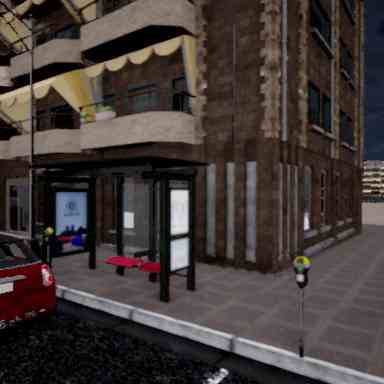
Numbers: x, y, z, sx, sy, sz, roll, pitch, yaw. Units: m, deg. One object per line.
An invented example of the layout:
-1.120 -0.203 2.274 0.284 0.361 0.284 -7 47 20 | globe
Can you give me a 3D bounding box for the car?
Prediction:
-4.310 1.416 5.951 4.097 1.590 1.967 0 0 36 | car
